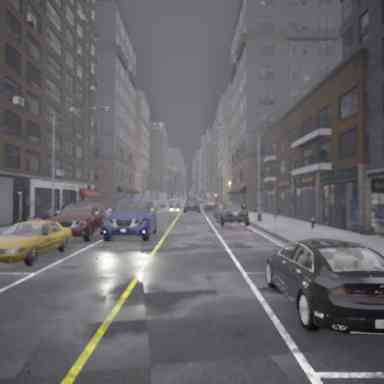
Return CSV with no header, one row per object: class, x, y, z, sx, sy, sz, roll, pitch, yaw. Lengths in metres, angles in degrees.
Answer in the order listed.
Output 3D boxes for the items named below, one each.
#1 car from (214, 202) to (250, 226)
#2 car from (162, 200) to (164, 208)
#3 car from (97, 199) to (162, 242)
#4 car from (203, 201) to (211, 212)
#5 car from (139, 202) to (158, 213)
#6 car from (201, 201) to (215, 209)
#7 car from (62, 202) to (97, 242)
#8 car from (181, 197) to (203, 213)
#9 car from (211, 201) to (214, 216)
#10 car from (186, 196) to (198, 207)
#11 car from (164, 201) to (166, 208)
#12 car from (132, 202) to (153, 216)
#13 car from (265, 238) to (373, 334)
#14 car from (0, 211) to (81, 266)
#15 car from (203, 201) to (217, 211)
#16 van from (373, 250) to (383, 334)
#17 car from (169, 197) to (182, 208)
car,3.106,1.622,25.841,2.097,1.767,4.553,0,-1,0
car,-5.865,1.987,50.729,1.967,1.590,4.097,0,-1,0
car,-3.106,1.406,17.797,2.150,2.045,5.566,0,-1,0
car,2.663,2.028,45.247,1.887,1.381,4.507,0,-1,0
car,-5.864,2.034,45.236,2.008,1.369,4.403,0,-1,0
car,2.658,2.161,56.229,2.008,1.369,4.403,0,-1,0
car,-5.853,1.499,17.775,2.192,1.841,5.009,1,-1,0
car,0.016,1.841,44.780,2.097,1.767,4.553,0,-1,0
car,3.140,1.871,32.869,1.812,1.442,4.674,0,-1,0
car,-0.008,1.950,64.527,2.150,2.045,5.566,0,-2,0
car,-5.869,2.114,61.715,1.967,1.590,4.097,0,-1,0
car,-5.862,1.945,39.574,1.752,1.417,4.829,0,-1,0
car,2.679,1.621,6.810,2.008,1.369,4.403,1,-1,0
car,-5.853,1.650,12.111,1.752,1.417,4.829,1,-1,0
car,2.661,2.091,50.738,1.887,1.381,4.507,0,-1,0
van,2.683,1.356,1.320,1.690,1.788,3.998,1,-1,0
car,-3.055,2.153,60.620,2.128,1.511,4.902,0,-1,0
